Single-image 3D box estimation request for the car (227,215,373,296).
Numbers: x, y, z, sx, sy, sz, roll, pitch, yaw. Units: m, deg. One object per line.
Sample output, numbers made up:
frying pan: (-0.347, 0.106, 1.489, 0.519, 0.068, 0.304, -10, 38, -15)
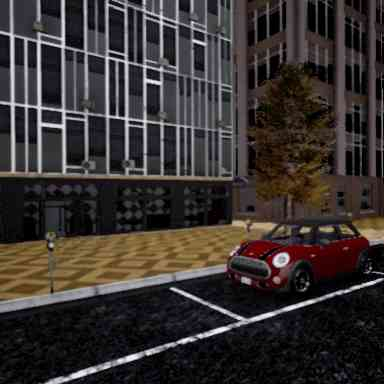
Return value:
car: (2.832, 1.454, 8.585, 4.097, 1.590, 1.967, 0, -1, -35)
